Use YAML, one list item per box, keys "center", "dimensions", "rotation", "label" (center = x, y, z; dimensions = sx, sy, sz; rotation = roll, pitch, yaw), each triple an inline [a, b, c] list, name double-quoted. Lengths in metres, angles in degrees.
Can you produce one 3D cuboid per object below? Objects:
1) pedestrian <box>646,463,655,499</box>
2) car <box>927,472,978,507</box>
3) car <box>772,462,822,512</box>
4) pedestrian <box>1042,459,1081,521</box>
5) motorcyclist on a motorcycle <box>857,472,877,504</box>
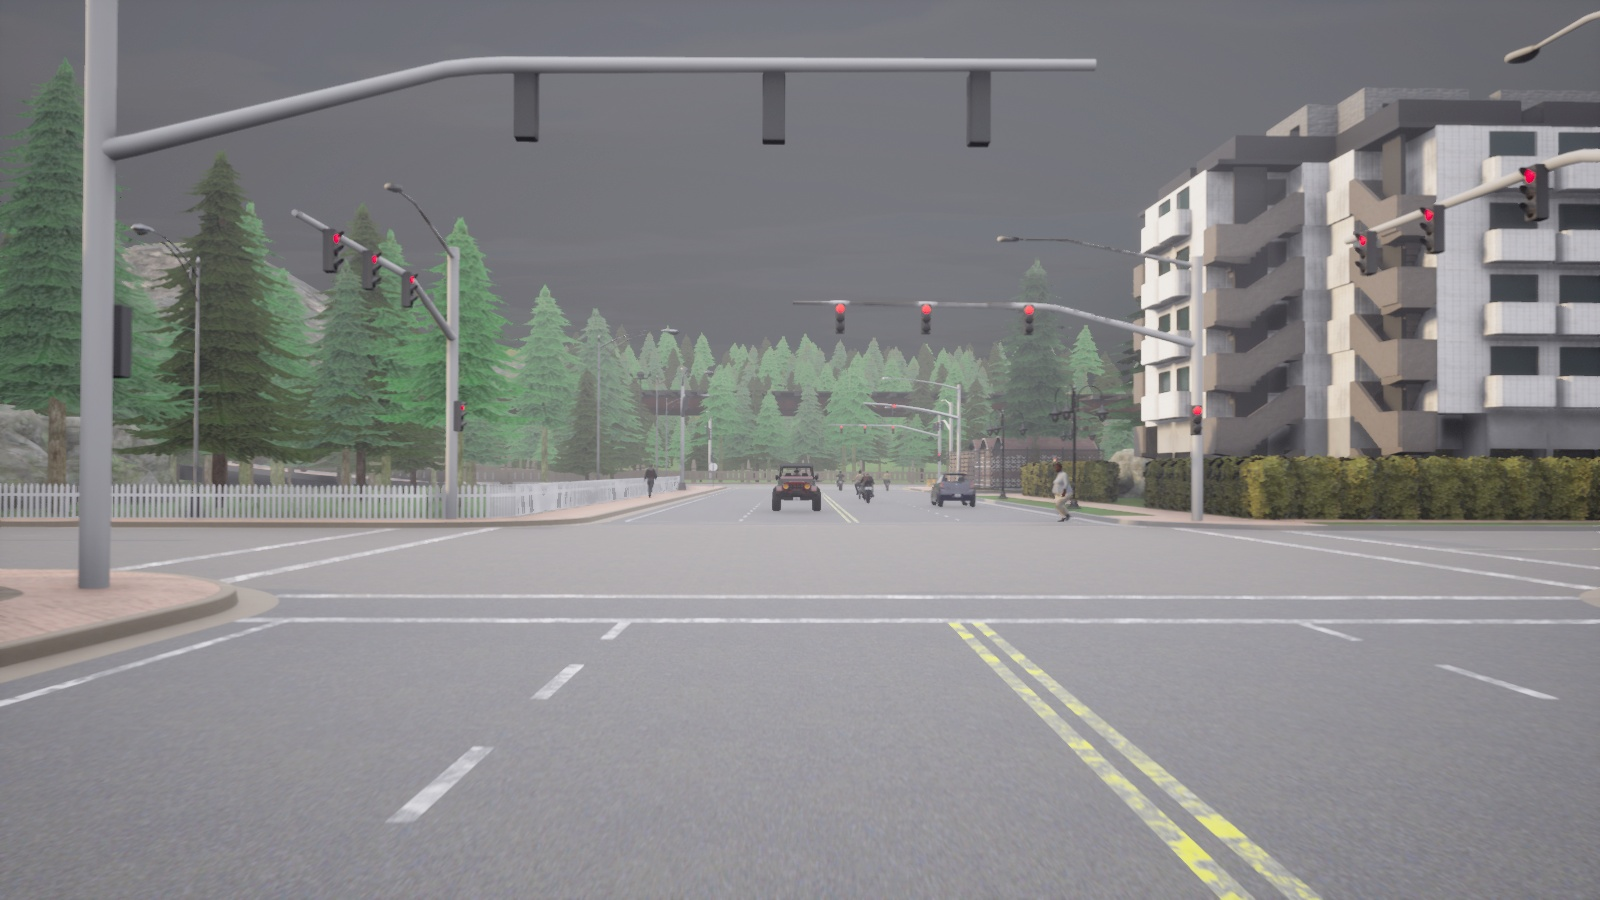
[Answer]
- center: [-7.671, 1.585, 64.601]
  dimensions: [0.376, 1.854, 0.720]
  rotation: [0, -1, 0]
  label: "pedestrian"
- center: [6.863, 1.749, 56.664]
  dimensions: [1.845, 1.501, 3.633]
  rotation: [0, -1, 0]
  label: "car"
- center: [-0.121, 1.440, 49.566]
  dimensions: [1.905, 1.878, 3.866]
  rotation: [0, -1, 0]
  label: "car"
- center: [7.958, 1.211, 38.214]
  dimensions: [0.900, 1.855, 0.874]
  rotation: [0, -1, -9]
  label: "pedestrian"
- center: [3.349, 1.882, 62.474]
  dimensions: [0.866, 1.530, 2.191]
  rotation: [0, -1, 0]
  label: "motorcyclist on a motorcycle"
